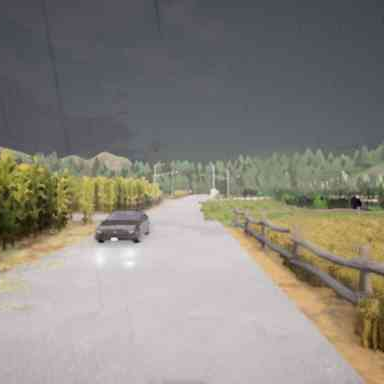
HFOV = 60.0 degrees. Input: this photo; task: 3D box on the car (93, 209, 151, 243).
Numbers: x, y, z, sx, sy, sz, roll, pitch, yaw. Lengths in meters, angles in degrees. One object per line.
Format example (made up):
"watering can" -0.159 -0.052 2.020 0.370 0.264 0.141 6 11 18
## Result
"car" -3.143 1.537 16.163 2.033 1.411 5.357 0 0 0
